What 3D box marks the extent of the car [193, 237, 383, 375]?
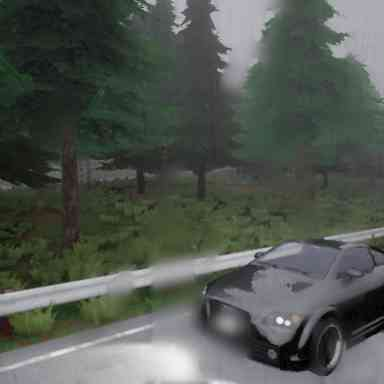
[{"bbox_3d":[2.062,1.505,5.537,4.181,1.385,1.994,-1,0,-37],"label":"car"}]
